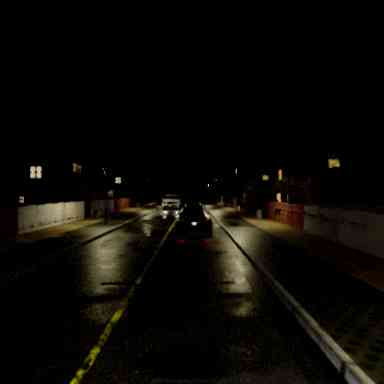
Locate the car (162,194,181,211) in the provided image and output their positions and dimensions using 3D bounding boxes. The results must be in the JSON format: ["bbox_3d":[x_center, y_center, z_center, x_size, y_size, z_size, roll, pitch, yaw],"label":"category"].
[{"bbox_3d":[-2.677,1.324,43.835,2.150,2.045,5.566,0,0,0],"label":"car"}]

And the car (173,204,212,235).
[{"bbox_3d":[0.123,1.602,19.234,1.994,1.385,4.181,0,0,0],"label":"car"}]

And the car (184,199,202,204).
[{"bbox_3d":[0.162,1.587,38.634,1.837,1.490,4.892,0,0,0],"label":"car"}]
